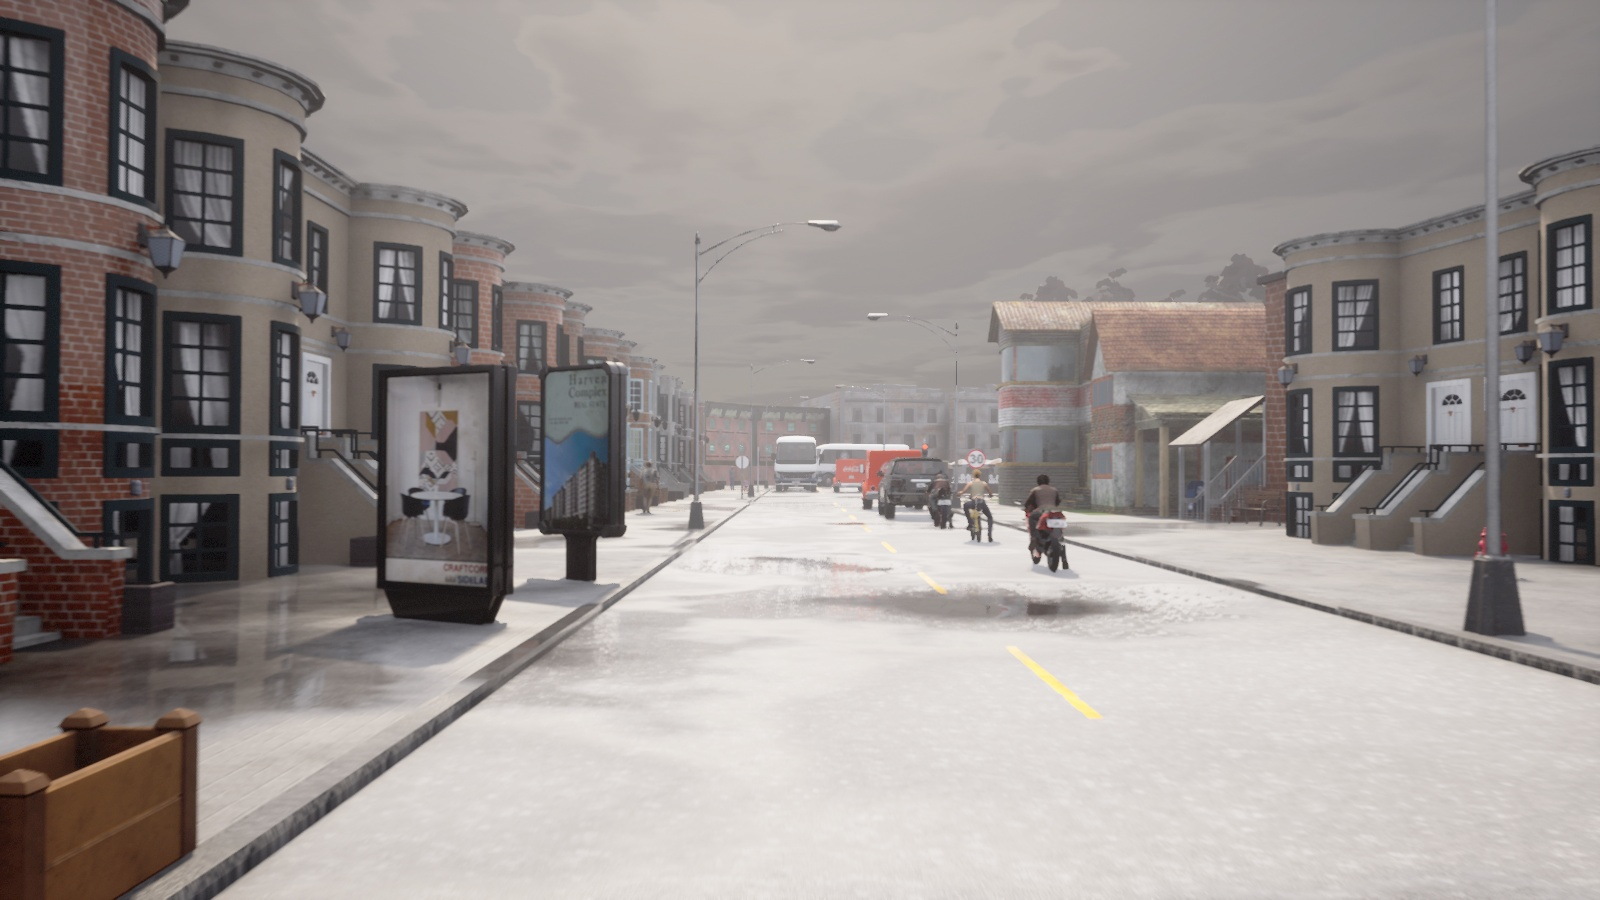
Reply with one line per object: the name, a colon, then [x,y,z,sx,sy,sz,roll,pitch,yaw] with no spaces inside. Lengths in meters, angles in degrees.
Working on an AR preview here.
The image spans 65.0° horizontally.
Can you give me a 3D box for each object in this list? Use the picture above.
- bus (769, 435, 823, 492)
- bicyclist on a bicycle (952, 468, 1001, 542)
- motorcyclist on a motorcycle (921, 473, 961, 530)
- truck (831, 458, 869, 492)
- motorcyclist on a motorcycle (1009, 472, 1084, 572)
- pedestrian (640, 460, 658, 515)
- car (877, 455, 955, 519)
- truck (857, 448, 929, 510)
bus: [-0.250,1.082,98.115,3.944,4.253,10.273,0,-1,0]
bicyclist on a bicycle: [3.929,1.205,28.025,0.866,1.612,1.509,0,-1,0]
motorcyclist on a motorcycle: [3.918,1.422,35.124,0.866,1.530,2.191,0,-1,0]
truck: [3.751,1.897,94.640,2.627,2.467,5.204,0,-1,0]
motorcyclist on a motorcycle: [3.953,1.122,20.308,0.797,1.523,2.044,0,0,0]
pedestrian: [-5.101,1.254,42.345,0.540,1.848,0.694,0,-1,-1]
car: [3.897,1.240,43.112,2.150,2.045,5.566,0,-1,0]
truck: [3.869,1.203,53.226,2.627,2.467,5.204,0,-1,0]
